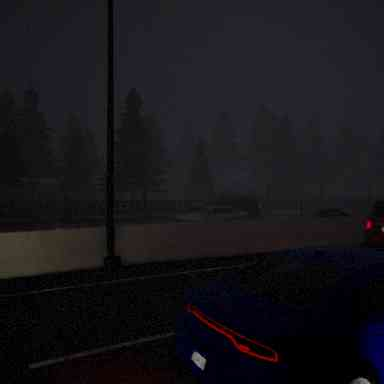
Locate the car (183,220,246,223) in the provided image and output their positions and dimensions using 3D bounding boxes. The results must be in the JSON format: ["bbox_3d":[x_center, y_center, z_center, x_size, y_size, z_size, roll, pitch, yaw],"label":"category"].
[{"bbox_3d":[1.189,1.529,19.568,4.674,1.442,1.812,0,0,-24],"label":"car"}]

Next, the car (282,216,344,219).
[{"bbox_3d":[6.944,1.604,18.212,4.718,1.301,1.895,0,0,-21],"label":"car"}]

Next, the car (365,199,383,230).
[{"bbox_3d":[8.332,1.223,11.042,5.566,2.045,2.150,0,0,-22],"label":"car"}]

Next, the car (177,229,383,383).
[{"bbox_3d":[2.259,1.478,4.381,5.008,1.535,1.882,0,0,-28],"label":"car"}]
